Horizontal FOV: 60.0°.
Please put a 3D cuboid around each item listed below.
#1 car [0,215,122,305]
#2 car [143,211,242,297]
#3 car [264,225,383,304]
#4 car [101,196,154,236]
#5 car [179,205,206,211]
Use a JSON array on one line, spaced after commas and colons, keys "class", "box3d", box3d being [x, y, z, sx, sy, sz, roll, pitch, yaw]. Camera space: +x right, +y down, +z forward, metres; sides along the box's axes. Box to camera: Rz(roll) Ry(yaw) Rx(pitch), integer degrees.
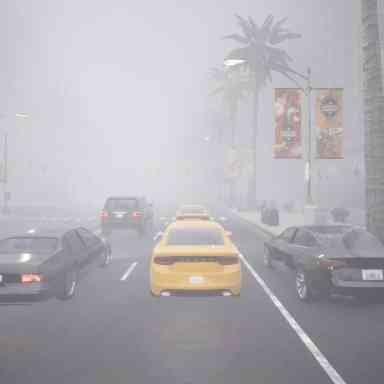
[{"class": "car", "box3d": [-3.424, 1.548, 8.292, 2.033, 1.411, 5.357, 0, 0, 0]}, {"class": "car", "box3d": [0.070, 1.479, 8.636, 1.882, 1.535, 5.008, 0, 0, 0]}, {"class": "car", "box3d": [3.164, 1.514, 8.225, 2.161, 1.482, 4.786, 0, 0, -1]}, {"class": "car", "box3d": [-3.467, 1.224, 18.564, 2.150, 2.045, 5.566, 0, 0, 0]}, {"class": "car", "box3d": [0.031, 1.480, 18.834, 1.882, 1.535, 5.008, 0, 0, 0]}]
